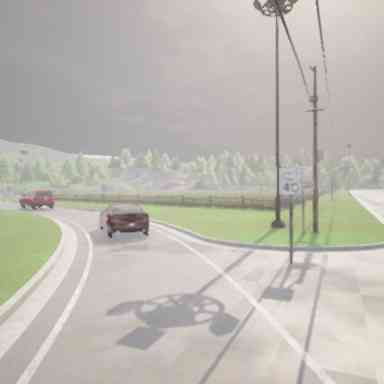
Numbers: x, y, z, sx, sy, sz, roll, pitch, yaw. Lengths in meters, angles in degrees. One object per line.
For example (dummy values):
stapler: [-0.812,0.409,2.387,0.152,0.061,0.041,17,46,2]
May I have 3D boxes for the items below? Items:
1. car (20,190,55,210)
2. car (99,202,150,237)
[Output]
car: [-16.875,0.832,36.200,2.150,2.045,5.566,-1,1,-43]
car: [-3.516,1.262,16.763,1.882,1.535,5.008,0,0,-21]
